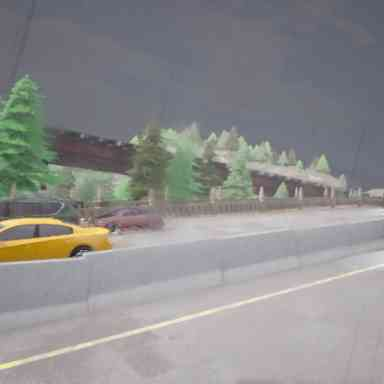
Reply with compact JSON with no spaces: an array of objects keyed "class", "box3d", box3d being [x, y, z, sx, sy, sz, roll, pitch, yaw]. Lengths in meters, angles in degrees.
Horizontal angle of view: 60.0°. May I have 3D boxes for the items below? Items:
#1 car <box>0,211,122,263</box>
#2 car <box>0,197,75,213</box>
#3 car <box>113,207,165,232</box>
[{"class":"car","box3d":[-4.747,1.483,9.204,5.008,1.535,1.882,0,0,-36]},{"class":"car","box3d":[-6.897,1.227,11.970,5.566,2.045,2.150,0,0,-36]},{"class":"car","box3d":[-3.619,1.561,18.609,4.181,1.385,1.994,0,0,-36]}]
